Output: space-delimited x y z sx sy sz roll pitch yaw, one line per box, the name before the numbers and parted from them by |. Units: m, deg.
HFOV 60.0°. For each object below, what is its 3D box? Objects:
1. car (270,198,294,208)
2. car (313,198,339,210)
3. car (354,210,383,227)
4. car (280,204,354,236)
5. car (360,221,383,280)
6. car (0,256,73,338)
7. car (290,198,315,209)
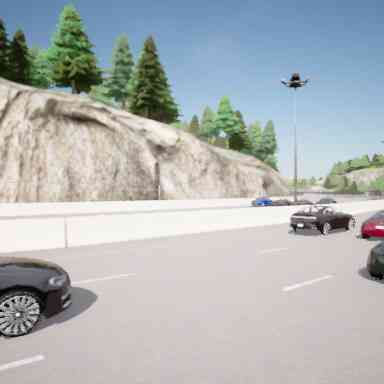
car | 13.642 1.640 50.221 1.994 1.385 4.181 0 0 40
car | 18.028 1.565 44.594 1.837 1.490 4.892 0 0 41
car | 10.107 1.584 16.525 4.181 1.385 1.994 0 0 -41
car | 7.469 1.518 18.856 4.902 1.511 2.128 0 0 -41
car | 6.452 1.574 8.882 4.181 1.385 1.994 0 0 -39
car | -4.405 1.505 5.008 4.902 1.511 2.128 0 0 -35
car | 15.758 1.633 47.322 1.994 1.385 4.181 0 0 41
